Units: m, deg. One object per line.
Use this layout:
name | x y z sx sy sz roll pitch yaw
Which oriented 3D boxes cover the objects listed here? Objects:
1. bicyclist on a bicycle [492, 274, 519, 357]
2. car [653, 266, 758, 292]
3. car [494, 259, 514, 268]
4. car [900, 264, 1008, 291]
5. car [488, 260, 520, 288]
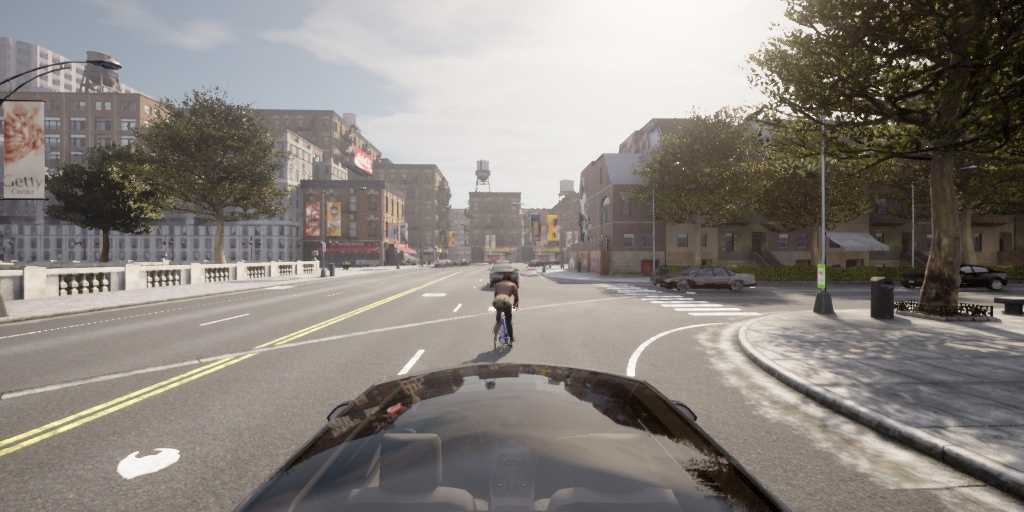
bicyclist on a bicycle | -0.136 1.203 7.593 0.582 1.620 1.656 0 -2 13
car | 11.125 1.301 20.781 5.357 1.411 2.033 0 0 -1
car | -1.352 1.287 60.427 1.812 1.442 4.674 0 0 20
car | 26.065 1.231 21.257 5.008 1.535 1.882 -1 0 -2
car | -0.548 1.259 23.970 1.837 1.490 4.892 0 0 -2
